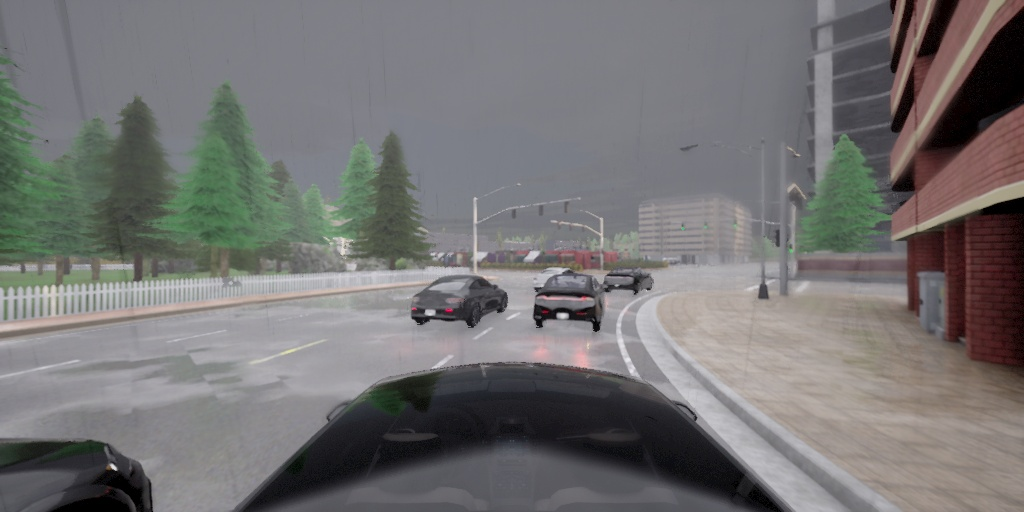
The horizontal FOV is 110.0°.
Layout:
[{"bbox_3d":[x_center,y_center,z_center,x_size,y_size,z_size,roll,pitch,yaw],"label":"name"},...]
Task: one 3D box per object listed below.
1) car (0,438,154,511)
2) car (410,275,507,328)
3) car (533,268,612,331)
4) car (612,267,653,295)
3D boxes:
[{"bbox_3d":[-3.173,1.302,0.451,1.994,1.385,4.181,0,0,-2],"label":"car"},{"bbox_3d":[-1.555,1.347,11.759,1.812,1.442,4.674,0,0,15],"label":"car"},{"bbox_3d":[1.971,1.315,11.421,2.128,1.511,4.902,0,0,16],"label":"car"},{"bbox_3d":[6.983,1.391,21.237,2.128,1.511,4.902,0,-1,34],"label":"car"}]
